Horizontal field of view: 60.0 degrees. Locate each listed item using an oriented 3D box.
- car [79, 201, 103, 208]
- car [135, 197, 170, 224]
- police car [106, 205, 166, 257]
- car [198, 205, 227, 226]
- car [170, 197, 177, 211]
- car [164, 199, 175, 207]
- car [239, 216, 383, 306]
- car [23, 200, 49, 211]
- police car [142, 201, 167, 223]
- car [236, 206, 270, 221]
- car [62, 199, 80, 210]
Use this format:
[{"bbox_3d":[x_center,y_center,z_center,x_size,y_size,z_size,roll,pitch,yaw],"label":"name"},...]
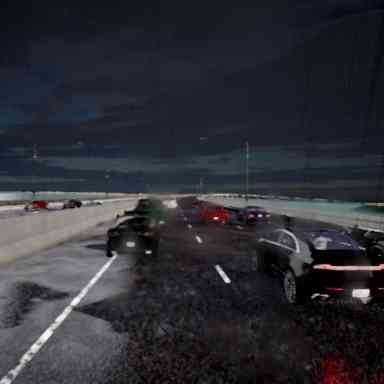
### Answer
[{"bbox_3d":[-13.872,1.900,46.757,1.994,1.385,4.181,1,-1,-3],"label":"car"},{"bbox_3d":[-2.870,1.443,23.440,2.150,2.045,5.566,1,-1,-4],"label":"car"},{"bbox_3d":[-2.199,1.548,13.556,1.930,1.638,5.238,1,-1,-4],"label":"police car"},{"bbox_3d":[1.586,1.775,26.578,1.882,1.535,5.008,1,-1,-4],"label":"car"},{"bbox_3d":[-3.357,1.682,48.145,2.150,2.045,5.566,1,-1,-3],"label":"car"},{"bbox_3d":[-4.285,2.163,65.079,2.033,1.411,5.357,1,-1,-3],"label":"car"},{"bbox_3d":[2.838,1.613,8.348,2.128,1.511,4.902,1,-1,-4],"label":"car"},{"bbox_3d":[-20.760,1.768,44.588,1.812,1.442,4.674,1,-1,-3],"label":"car"},{"bbox_3d":[-3.268,1.701,29.495,1.930,1.638,5.238,1,-1,-4],"label":"police car"},{"bbox_3d":[5.013,1.893,27.758,2.033,1.411,5.357,1,-1,-4],"label":"car"},{"bbox_3d":[-17.499,1.797,48.941,1.882,1.535,5.008,1,-1,-3],"label":"car"}]
